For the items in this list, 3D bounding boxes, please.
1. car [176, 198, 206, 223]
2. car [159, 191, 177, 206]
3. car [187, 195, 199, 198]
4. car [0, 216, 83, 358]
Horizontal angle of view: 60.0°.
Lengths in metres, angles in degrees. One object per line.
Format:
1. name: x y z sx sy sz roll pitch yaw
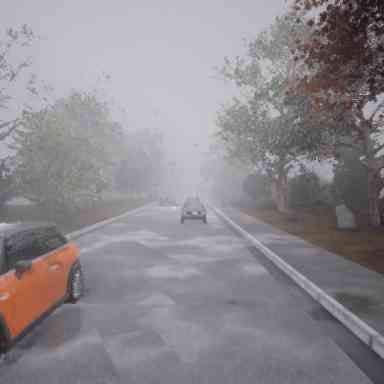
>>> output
1. car: 0.099 1.432 24.635 2.033 1.411 5.357 0 1 0
2. car: -3.323 0.856 46.557 2.150 2.045 5.566 0 1 0
3. car: 0.109 1.160 43.888 2.128 1.511 4.902 0 1 0
4. car: -3.342 1.343 5.109 2.097 1.767 4.553 0 0 0
